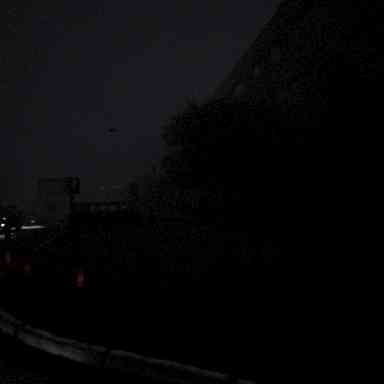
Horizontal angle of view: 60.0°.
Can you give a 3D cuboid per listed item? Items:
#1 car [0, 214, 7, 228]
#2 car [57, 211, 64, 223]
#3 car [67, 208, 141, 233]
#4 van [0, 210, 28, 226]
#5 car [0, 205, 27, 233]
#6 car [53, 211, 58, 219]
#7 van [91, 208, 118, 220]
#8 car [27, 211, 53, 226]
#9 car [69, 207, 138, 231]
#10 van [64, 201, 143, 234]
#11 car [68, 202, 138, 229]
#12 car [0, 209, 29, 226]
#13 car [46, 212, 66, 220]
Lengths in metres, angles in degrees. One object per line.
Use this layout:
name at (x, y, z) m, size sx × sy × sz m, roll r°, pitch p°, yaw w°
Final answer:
car at (-21.532, 3.009, 33.531) m, size 4.674 × 1.452 × 2.002 m, roll -1°, pitch -3°, yaw -15°
car at (-16.660, 3.519, 45.264) m, size 1.994 × 1.385 × 4.181 m, roll -1°, pitch -3°, yaw -15°
car at (-6.102, 1.949, 23.334) m, size 4.792 × 1.488 × 2.163 m, roll -1°, pitch -3°, yaw -15°
van at (-24.440, 3.415, 44.178) m, size 4.442 × 1.987 × 1.878 m, roll -1°, pitch -3°, yaw -15°
car at (-14.720, 2.051, 25.564) m, size 2.150 × 2.045 × 5.566 m, roll -1°, pitch -3°, yaw -14°
car at (-34.550, 5.838, 83.259) m, size 5.566 × 2.045 × 2.435 m, roll -1°, pitch -3°, yaw -15°
van at (-15.402, 3.872, 58.367) m, size 4.442 × 1.987 × 1.878 m, roll -1°, pitch -3°, yaw -15°
car at (-18.293, 3.184, 39.340) m, size 2.128 × 1.511 × 4.902 m, roll -1°, pitch -3°, yaw -14°
car at (-6.846, 2.071, 26.064) m, size 5.008 × 1.535 × 2.097 m, roll -1°, pitch -3°, yaw -15°
van at (-5.321, 1.566, 20.674) m, size 4.442 × 1.987 × 1.878 m, roll -1°, pitch -2°, yaw -15°
car at (-7.571, 1.983, 28.712) m, size 5.566 × 2.045 × 2.435 m, roll -1°, pitch -3°, yaw -15°
car at (-23.651, 3.218, 41.505) m, size 5.566 × 2.045 × 2.435 m, roll -1°, pitch -3°, yaw -15°
car at (-35.197, 6.133, 85.984) m, size 4.553 × 1.767 × 2.185 m, roll -1°, pitch -3°, yaw -15°
